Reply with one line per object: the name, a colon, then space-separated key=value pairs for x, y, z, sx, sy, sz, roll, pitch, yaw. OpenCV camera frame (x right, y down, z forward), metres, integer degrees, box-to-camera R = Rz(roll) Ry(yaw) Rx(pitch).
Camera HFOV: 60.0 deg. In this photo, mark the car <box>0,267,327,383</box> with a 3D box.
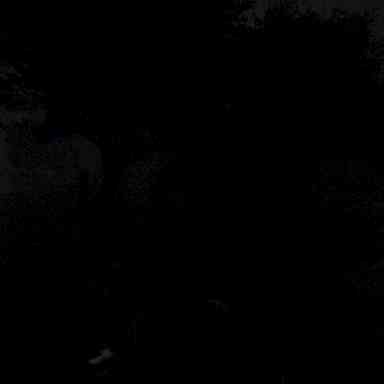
car: x=-0.743 y=1.612 z=3.462 sx=4.718 sy=1.301 sz=1.895 roll=1 pitch=0 yaw=-35
